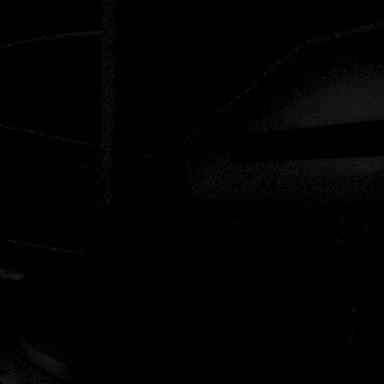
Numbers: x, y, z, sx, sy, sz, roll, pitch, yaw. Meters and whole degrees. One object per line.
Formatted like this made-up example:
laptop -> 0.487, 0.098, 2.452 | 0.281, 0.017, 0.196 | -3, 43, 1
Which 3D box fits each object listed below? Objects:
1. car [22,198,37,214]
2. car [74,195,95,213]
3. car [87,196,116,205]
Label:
car -> -17.537, 1.426, 33.170 | 4.611, 1.667, 2.242 | 0, 0, 35
car -> -10.733, 1.266, 35.313 | 3.866, 1.878, 1.905 | 0, 0, 35
car -> -15.403, 1.419, 56.648 | 4.902, 1.511, 2.128 | 0, 0, 36
